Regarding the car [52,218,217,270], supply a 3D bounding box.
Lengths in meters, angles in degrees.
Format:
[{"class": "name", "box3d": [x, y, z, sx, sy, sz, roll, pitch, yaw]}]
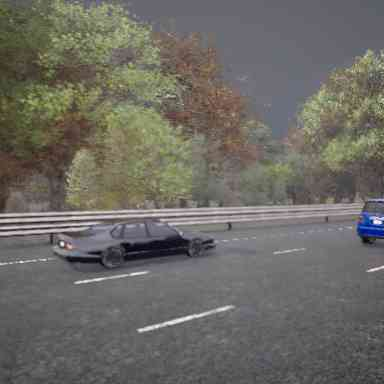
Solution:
[{"class": "car", "box3d": [-1.720, 1.575, 11.123, 5.357, 1.411, 2.033, 0, 0, -35]}]

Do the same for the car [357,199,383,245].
[{"class": "car", "box3d": [9.635, 1.325, 14.915, 5.566, 2.045, 2.150, 0, 0, -35]}]
